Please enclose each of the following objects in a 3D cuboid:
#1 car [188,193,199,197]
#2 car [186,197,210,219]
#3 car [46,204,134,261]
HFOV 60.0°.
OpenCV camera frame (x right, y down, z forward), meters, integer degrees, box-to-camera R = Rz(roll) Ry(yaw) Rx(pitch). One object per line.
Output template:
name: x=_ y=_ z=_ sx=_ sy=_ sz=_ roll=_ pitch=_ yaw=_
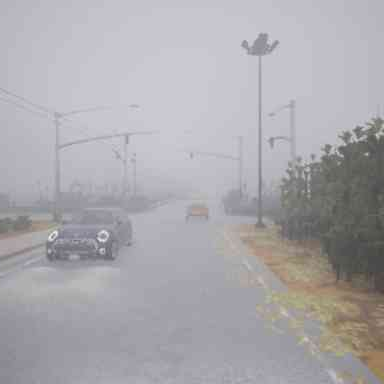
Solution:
car: x=0.371 y=0.934 z=64.660 sx=1.812 sy=1.442 sz=4.674 roll=0 pitch=-1 yaw=9
car: x=0.566 y=1.530 z=29.721 sx=1.882 sy=1.535 sz=5.008 roll=0 pitch=0 yaw=3
car: x=-3.539 y=1.373 z=12.281 sx=2.097 sy=1.767 sz=4.553 roll=0 pitch=0 yaw=1
